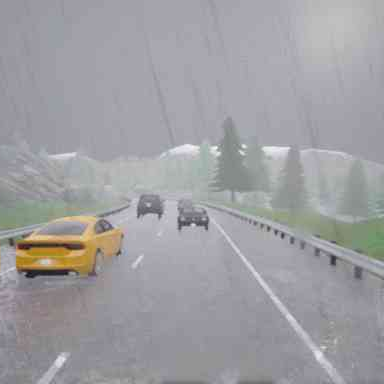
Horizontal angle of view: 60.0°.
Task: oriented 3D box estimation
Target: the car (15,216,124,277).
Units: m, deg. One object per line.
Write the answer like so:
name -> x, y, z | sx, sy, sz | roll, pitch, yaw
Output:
car -> -3.403, 1.478, 10.226 | 1.882, 1.535, 5.008 | 0, 0, 0

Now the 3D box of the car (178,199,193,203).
car -> -0.792, 1.548, 39.488 | 2.033, 1.411, 5.357 | 0, 0, -5

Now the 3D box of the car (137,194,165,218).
car -> -3.707, 1.222, 30.344 | 2.150, 2.045, 5.566 | 0, 0, -2

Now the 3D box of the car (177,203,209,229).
car -> 0.048, 1.601, 21.417 | 1.895, 1.301, 4.718 | 0, 0, -1
